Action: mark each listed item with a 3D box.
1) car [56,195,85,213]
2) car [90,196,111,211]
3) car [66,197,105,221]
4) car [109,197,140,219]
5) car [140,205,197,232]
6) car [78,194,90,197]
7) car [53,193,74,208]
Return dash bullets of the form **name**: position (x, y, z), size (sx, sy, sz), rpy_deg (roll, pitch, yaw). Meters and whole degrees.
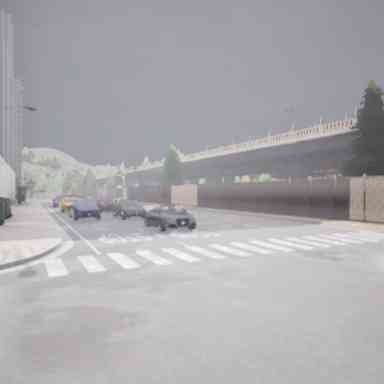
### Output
- **car**: position (-13.102, 1.367, 35.714), size (1.882, 1.535, 5.008), rpy_deg (0, 0, -26)
- **car**: position (-9.192, 1.236, 35.680), size (2.097, 1.767, 4.553), rpy_deg (0, 0, -26)
- **car**: position (-8.529, 1.381, 26.335), size (1.882, 1.535, 5.008), rpy_deg (0, 0, -26)
- **car**: position (-5.225, 1.401, 27.541), size (1.837, 1.490, 4.892), rpy_deg (0, 0, -26)
- **car**: position (-1.349, 1.473, 19.600), size (1.994, 1.385, 4.181), rpy_deg (0, 0, -26)
- **car**: position (-13.756, 1.362, 45.080), size (2.128, 1.511, 4.902), rpy_deg (0, 0, -26)
- **car**: position (-17.686, 1.227, 45.150), size (2.097, 1.767, 4.553), rpy_deg (0, 0, -26)
